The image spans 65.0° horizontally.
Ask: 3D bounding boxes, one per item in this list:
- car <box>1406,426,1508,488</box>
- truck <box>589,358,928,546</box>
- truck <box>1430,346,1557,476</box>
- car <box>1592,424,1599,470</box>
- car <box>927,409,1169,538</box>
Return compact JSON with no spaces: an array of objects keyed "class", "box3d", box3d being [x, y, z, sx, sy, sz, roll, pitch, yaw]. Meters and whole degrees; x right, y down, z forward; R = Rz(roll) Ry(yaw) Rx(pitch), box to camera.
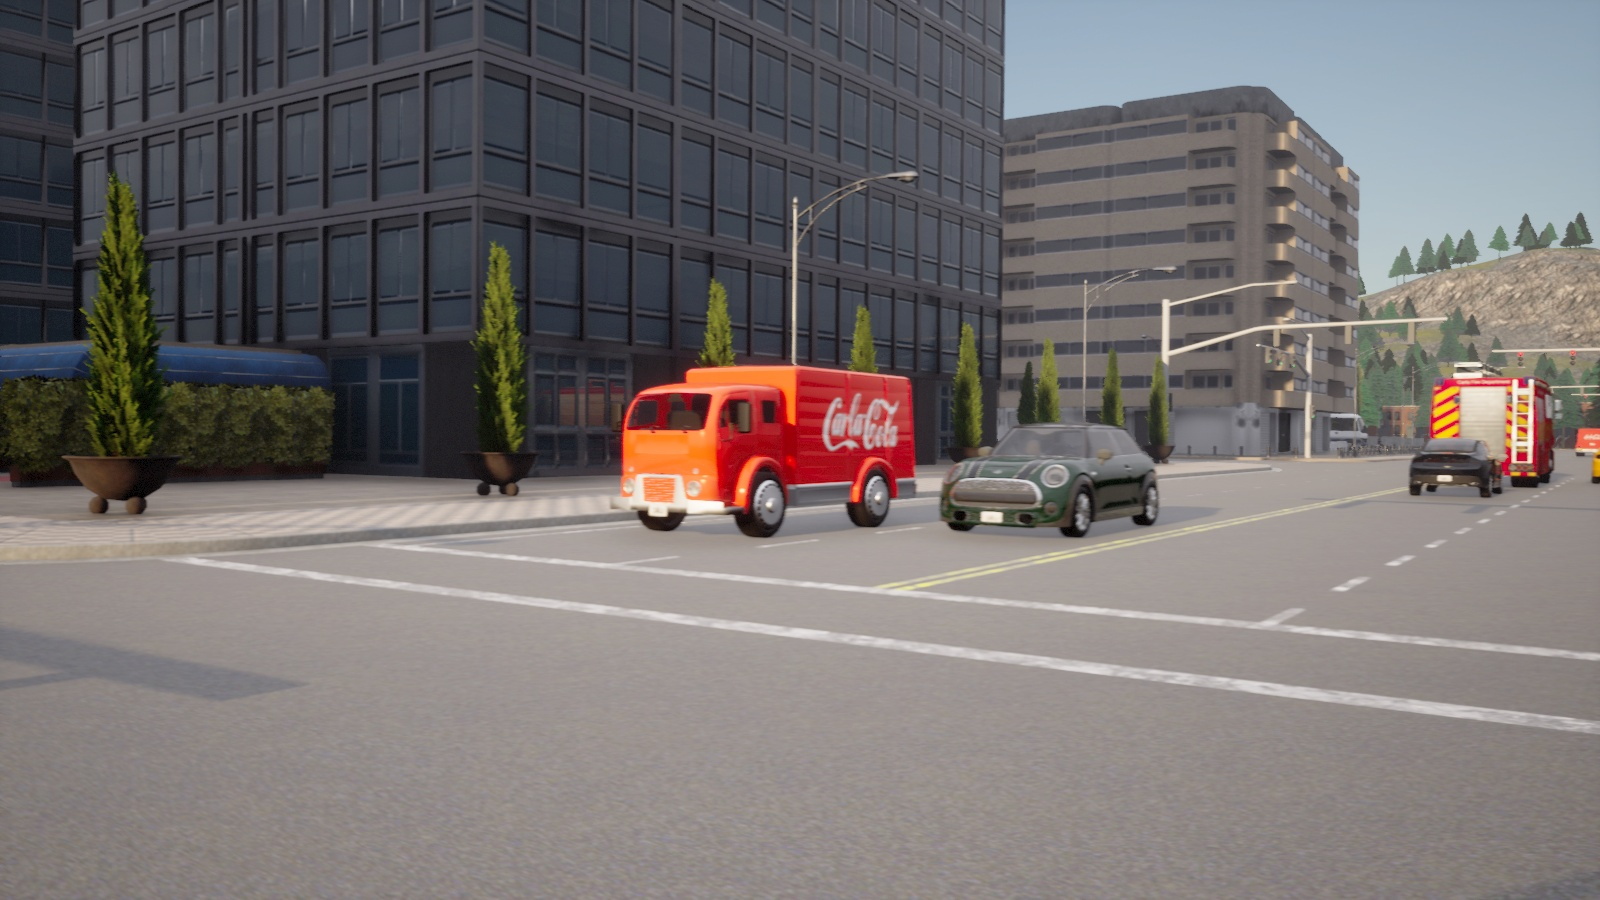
[{"class":"car","box3d":[17.329,0.129,33.018,1.837,1.490,4.892,0,1,34]},{"class":"truck","box3d":[-0.441,-0.015,19.309,2.627,2.467,5.204,0,1,34]},{"class":"truck","box3d":[22.939,-1.205,41.278,2.891,3.827,8.468,0,1,34]},{"class":"car","box3d":[28.328,-0.134,42.984,1.882,1.535,5.008,0,1,34]},{"class":"car","box3d":[4.005,0.286,19.628,2.097,1.767,4.553,0,1,34]}]
